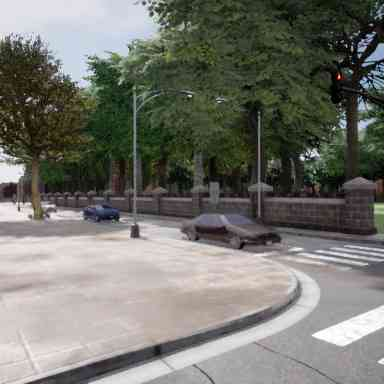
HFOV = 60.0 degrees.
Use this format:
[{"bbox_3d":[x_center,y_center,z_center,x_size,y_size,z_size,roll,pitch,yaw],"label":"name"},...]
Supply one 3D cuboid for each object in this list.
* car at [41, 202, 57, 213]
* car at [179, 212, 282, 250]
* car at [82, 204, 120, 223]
[{"bbox_3d":[-19.771,2.039,45.269,1.812,1.442,4.674,0,-1,-35],"label":"car"},{"bbox_3d":[1.507,1.654,15.322,2.033,1.411,5.357,0,0,-36],"label":"car"},{"bbox_3d":[-7.802,1.741,28.354,1.882,1.535,5.008,0,-1,-35],"label":"car"}]
